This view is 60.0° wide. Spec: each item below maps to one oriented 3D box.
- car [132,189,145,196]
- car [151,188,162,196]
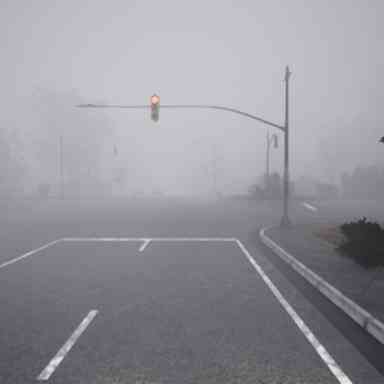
[{"bbox_3d":[-10.382,0.100,65.007,1.895,1.301,4.718,0,-1,1],"label":"car"},{"bbox_3d":[-6.891,-0.023,65.074,1.882,1.535,5.008,0,-1,1],"label":"car"}]
